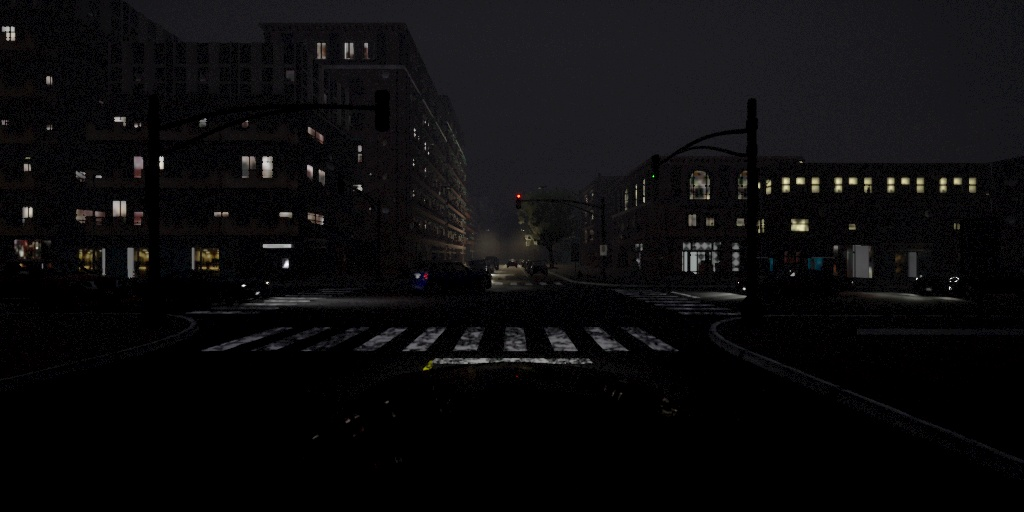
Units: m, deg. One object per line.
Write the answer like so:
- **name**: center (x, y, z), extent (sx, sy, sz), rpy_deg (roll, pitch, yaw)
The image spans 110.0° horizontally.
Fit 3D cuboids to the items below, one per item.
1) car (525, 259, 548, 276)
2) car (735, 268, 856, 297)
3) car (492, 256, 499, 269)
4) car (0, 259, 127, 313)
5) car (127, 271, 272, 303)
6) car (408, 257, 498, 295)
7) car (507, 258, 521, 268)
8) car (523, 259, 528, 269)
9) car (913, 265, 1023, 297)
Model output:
- **car**: center (2.699, 1.330, 36.820), extent (2.007, 1.370, 4.403), rpy_deg (0, 0, 0)
- **car**: center (15.028, 1.372, 19.117), extent (5.357, 1.411, 2.033), rpy_deg (0, 0, 0)
- **car**: center (-3.078, 1.028, 53.211), extent (2.150, 2.045, 5.566), rpy_deg (0, 0, 1)
- **car**: center (-17.273, 1.014, 13.106), extent (5.009, 1.841, 2.192), rpy_deg (0, 0, 0)
- **car**: center (-13.381, 1.312, 15.723), extent (4.718, 1.301, 1.895), rpy_deg (0, 0, 0)
- **car**: center (-3.346, 1.108, 20.000), extent (4.553, 1.767, 2.097), rpy_deg (0, 0, -42)
- **car**: center (0.015, 1.319, 63.178), extent (2.128, 1.511, 4.902), rpy_deg (0, 0, 0)
- **car**: center (2.701, 1.228, 42.517), extent (1.967, 1.591, 4.097), rpy_deg (0, 0, 0)
- **car**: center (24.528, 1.219, 19.181), extent (4.553, 1.767, 2.097), rpy_deg (0, 0, 0)
